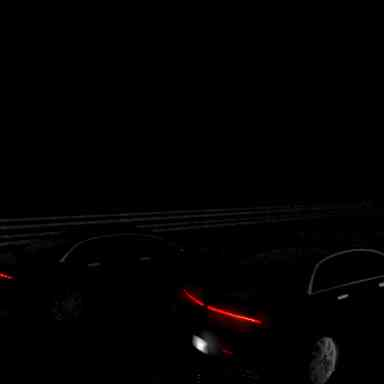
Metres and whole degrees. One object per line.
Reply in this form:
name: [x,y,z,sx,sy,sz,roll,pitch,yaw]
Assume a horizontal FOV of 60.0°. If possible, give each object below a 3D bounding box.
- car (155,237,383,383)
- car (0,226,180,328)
car: [2.059,1.472,5.215,4.892,1.490,1.837,-1,0,-36]
car: [-1.446,1.485,7.015,4.892,1.490,1.837,-1,0,-36]
